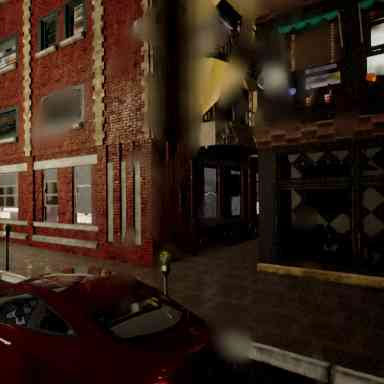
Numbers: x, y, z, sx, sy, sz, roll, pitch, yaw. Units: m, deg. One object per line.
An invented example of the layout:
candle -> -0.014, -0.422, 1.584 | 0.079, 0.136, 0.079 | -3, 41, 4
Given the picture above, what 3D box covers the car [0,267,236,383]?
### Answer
car -> -1.515, 1.583, 3.934 | 4.206, 1.307, 1.802 | 0, -1, 36
